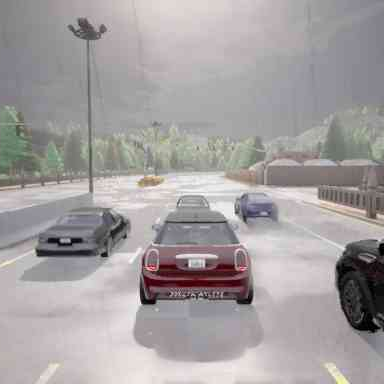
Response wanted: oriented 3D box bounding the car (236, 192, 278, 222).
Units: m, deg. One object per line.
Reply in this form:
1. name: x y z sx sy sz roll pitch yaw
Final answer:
1. car: 3.529 0.748 18.676 1.812 1.442 4.674 0 4 0

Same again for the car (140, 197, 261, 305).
1. car: 0.077 1.192 7.950 2.097 1.767 4.553 0 2 0

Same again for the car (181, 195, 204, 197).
1. car: 0.036 0.861 17.331 2.033 1.411 5.357 0 4 0

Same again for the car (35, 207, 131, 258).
1. car: -3.437 1.231 11.504 2.033 1.411 5.357 0 3 0

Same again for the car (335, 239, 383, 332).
1. car: 3.594 1.187 3.501 2.150 2.045 5.566 0 2 0
